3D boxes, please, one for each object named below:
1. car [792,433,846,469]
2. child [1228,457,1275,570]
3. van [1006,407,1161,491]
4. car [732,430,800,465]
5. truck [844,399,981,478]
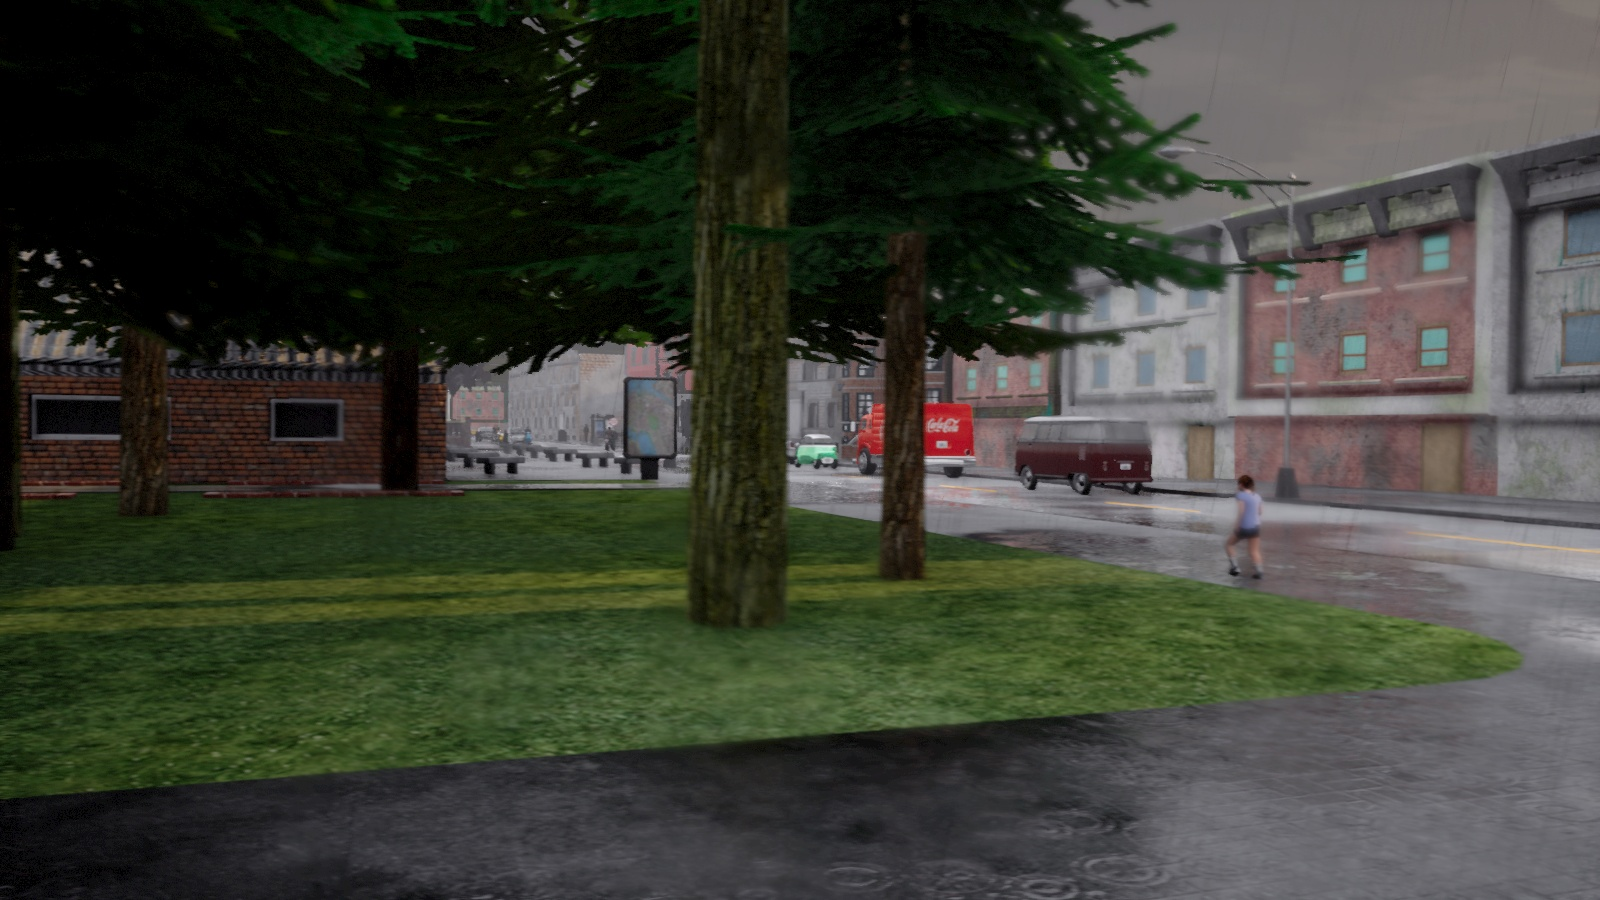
[{"bbox_3d":[0.739,0.029,50.320,1.481,1.376,2.207,-1,1,-20],"label":"car"},{"bbox_3d":[4.560,0.633,12.689,0.255,1.110,0.394,-1,1,-19],"label":"child"},{"bbox_3d":[7.239,-0.056,32.503,1.775,1.987,4.442,-1,1,-20],"label":"van"},{"bbox_3d":[-1.577,-0.137,56.643,1.970,1.475,3.806,-1,1,-20],"label":"car"},{"bbox_3d":[3.673,-0.413,42.258,2.627,2.467,5.204,-1,1,-20],"label":"truck"}]
